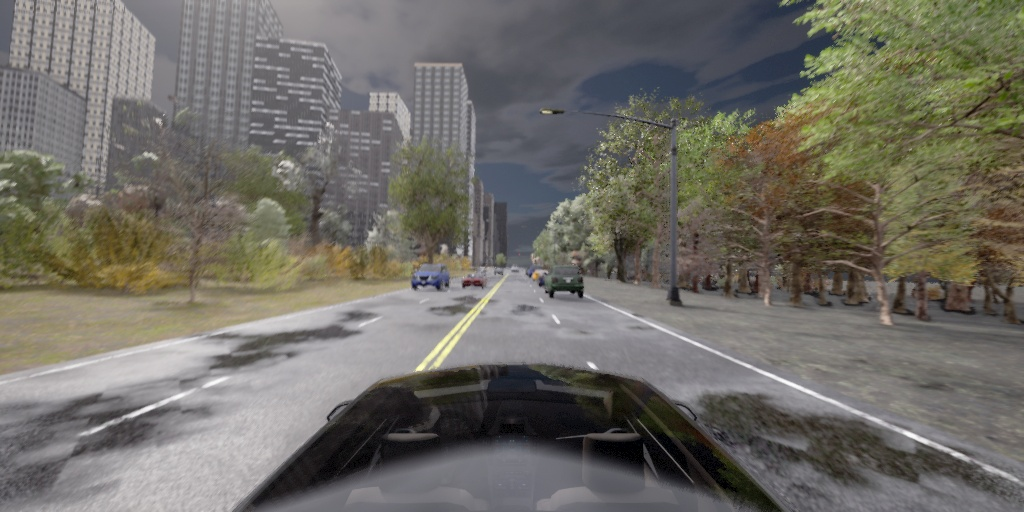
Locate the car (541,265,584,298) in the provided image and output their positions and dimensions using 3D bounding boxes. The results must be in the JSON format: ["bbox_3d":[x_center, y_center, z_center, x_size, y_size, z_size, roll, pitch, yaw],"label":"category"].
[{"bbox_3d":[3.377,1.646,24.023,2.150,2.045,5.566,0,-2,1],"label":"car"}]

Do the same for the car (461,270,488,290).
[{"bbox_3d":[-3.132,2.118,30.666,1.895,1.301,4.718,1,-2,1],"label":"car"}]

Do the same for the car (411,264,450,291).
[{"bbox_3d":[-6.403,1.641,28.876,2.150,2.045,5.566,1,-1,1],"label":"car"}]

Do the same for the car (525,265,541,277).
[{"bbox_3d":[3.738,2.490,57.030,2.150,2.045,5.566,2,-1,1],"label":"car"}]

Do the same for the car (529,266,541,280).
[{"bbox_3d":[3.621,2.454,45.991,1.882,1.535,5.008,2,-1,1],"label":"car"}]

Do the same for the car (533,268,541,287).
[{"bbox_3d":[3.487,2.231,35.015,2.163,1.488,4.792,0,-1,1],"label":"car"}]
